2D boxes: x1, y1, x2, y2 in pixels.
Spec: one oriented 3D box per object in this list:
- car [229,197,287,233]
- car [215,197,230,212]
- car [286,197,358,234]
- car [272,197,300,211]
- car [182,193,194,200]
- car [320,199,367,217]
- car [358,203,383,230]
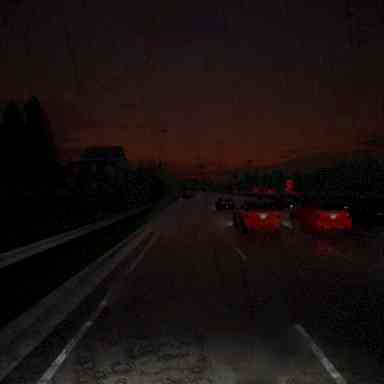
[{"bbox_3d":[3.601,1.261,18.945,2.097,1.767,4.553,0,0,0],"label":"car"},{"bbox_3d":[3.601,1.316,36.684,2.128,1.511,4.902,0,0,0],"label":"car"},{"bbox_3d":[7.102,1.262,18.818,2.097,1.767,4.553,0,0,0],"label":"car"},{"bbox_3d":[10.587,1.345,37.801,1.812,1.442,4.674,0,0,0],"label":"car"},{"bbox_3d":[-1.224,0.973,79.187,2.097,1.767,4.553,0,0,0],"label":"car"},{"bbox_3d":[14.099,1.397,31.342,2.033,1.411,5.357,0,0,0],"label":"car"},{"bbox_3d":[10.600,1.395,20.141,2.128,1.511,4.902,0,0,0],"label":"car"}]
